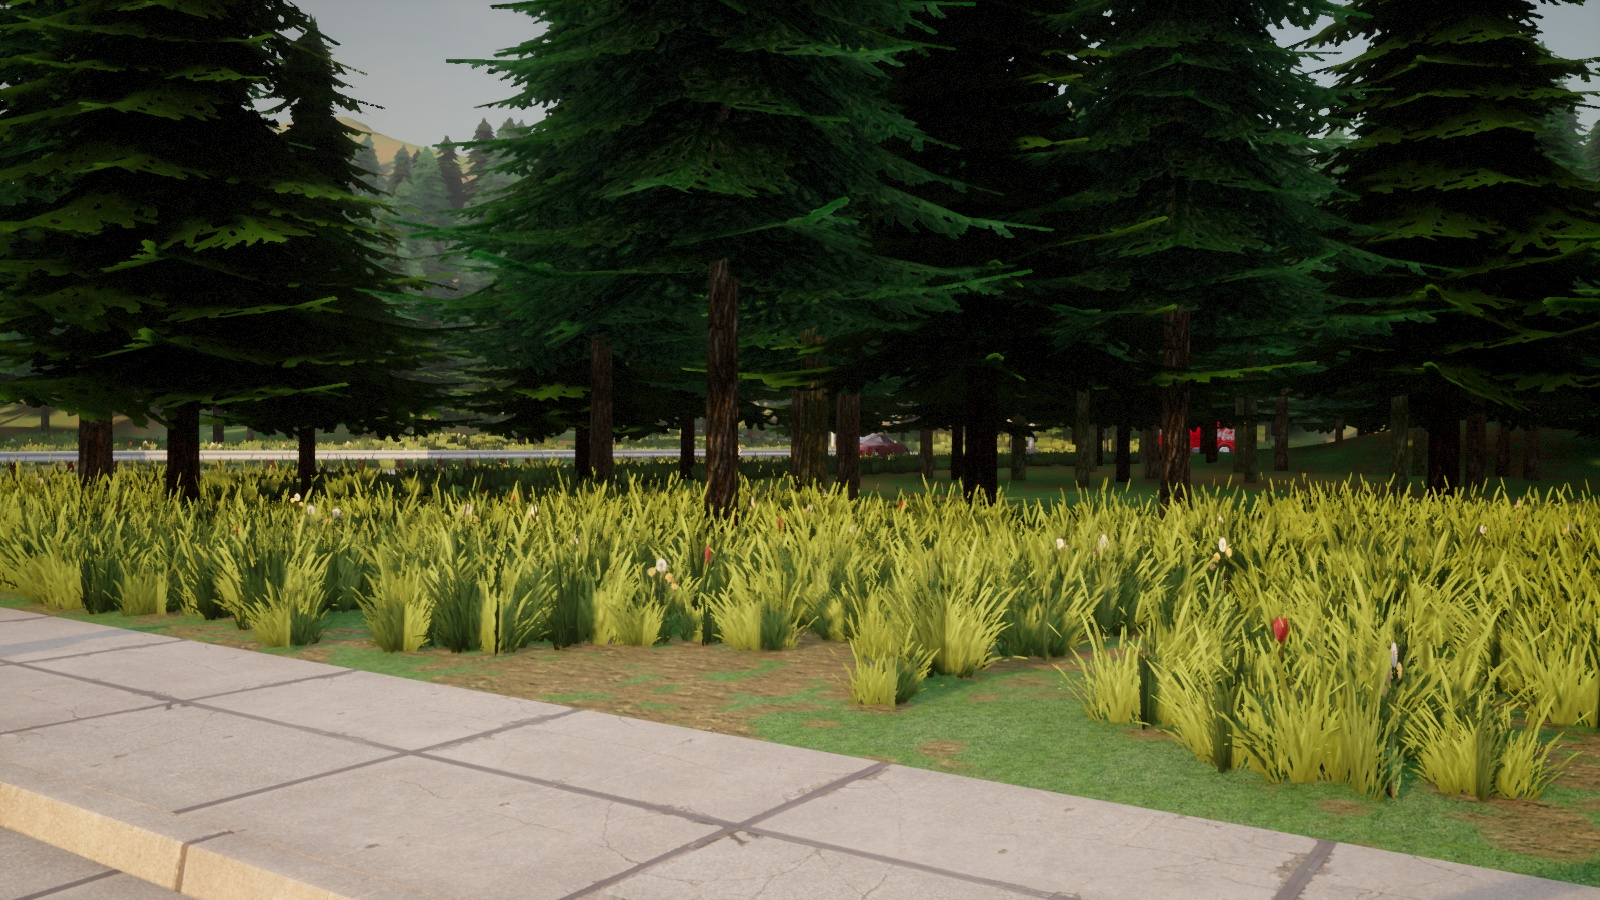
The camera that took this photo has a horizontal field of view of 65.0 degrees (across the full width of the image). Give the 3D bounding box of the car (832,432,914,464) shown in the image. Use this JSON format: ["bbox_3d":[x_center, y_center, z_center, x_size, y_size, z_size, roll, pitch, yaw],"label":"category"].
[{"bbox_3d":[3.571,-0.130,60.669,1.812,1.442,4.674,0,1,35],"label":"car"}]

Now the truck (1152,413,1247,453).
[{"bbox_3d":[25.597,-1.113,80.606,5.204,2.467,2.627,0,1,-3],"label":"truck"}]
